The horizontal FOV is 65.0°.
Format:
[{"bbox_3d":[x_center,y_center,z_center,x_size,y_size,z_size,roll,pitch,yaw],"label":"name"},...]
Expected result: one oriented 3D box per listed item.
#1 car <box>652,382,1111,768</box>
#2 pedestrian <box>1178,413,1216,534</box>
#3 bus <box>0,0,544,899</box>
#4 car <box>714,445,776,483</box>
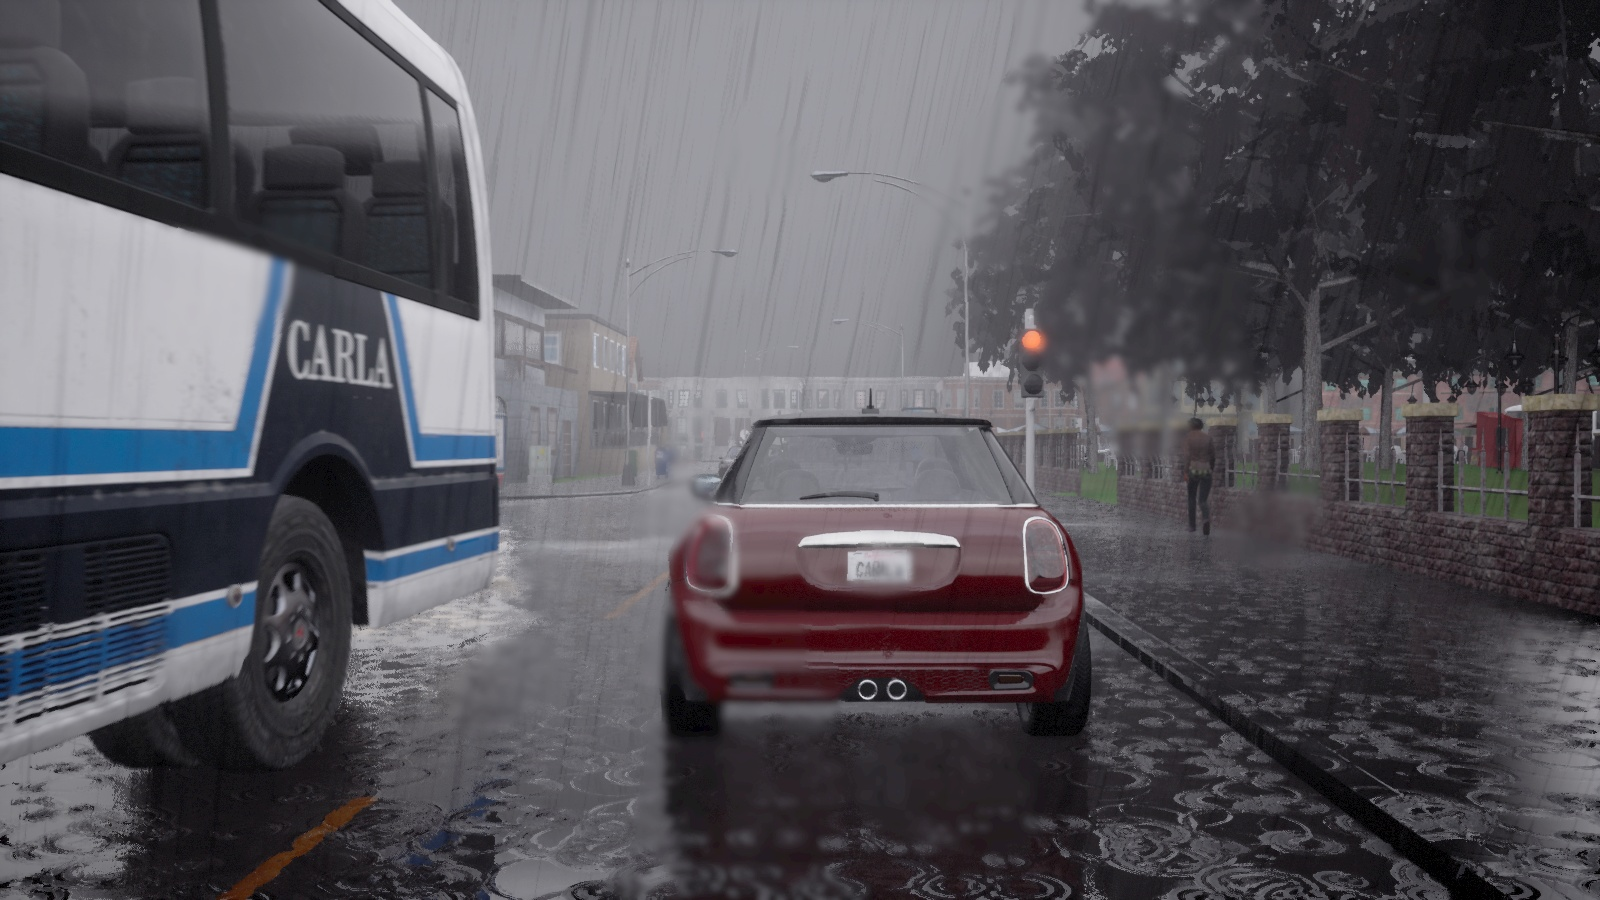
[{"bbox_3d":[0.361,0.560,8.016,2.097,1.767,4.553,0,0,0],"label":"car"},{"bbox_3d":[6.075,0.352,19.253,0.328,1.805,0.869,0,0,2],"label":"pedestrian"},{"bbox_3d":[-3.915,-0.651,3.146,3.944,4.253,10.273,0,0,3],"label":"bus"},{"bbox_3d":[-2.120,0.509,50.148,2.033,1.411,5.357,0,0,2],"label":"car"}]
